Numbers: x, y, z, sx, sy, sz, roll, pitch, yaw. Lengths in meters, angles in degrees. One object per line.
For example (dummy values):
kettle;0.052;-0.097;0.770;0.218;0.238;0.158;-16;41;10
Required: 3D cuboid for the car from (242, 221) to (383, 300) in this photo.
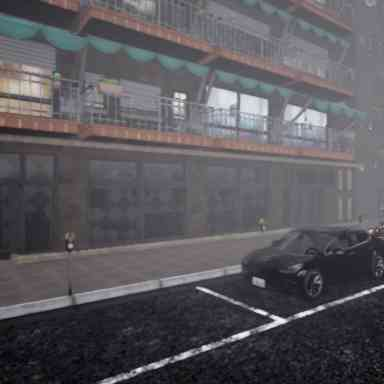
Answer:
car;3.205;1.551;8.382;4.313;1.339;1.947;0;0;-35
